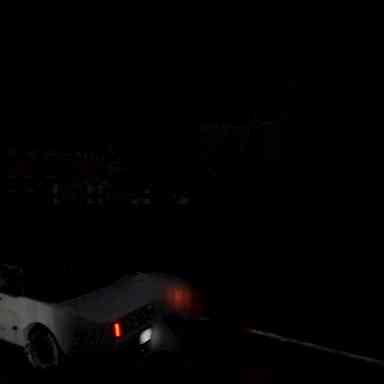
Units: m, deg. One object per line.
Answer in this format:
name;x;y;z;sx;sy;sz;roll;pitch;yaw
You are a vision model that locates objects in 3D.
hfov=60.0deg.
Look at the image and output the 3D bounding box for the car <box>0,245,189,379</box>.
car;-2.521;1.556;5.378;4.718;1.301;1.895;0;0;29
